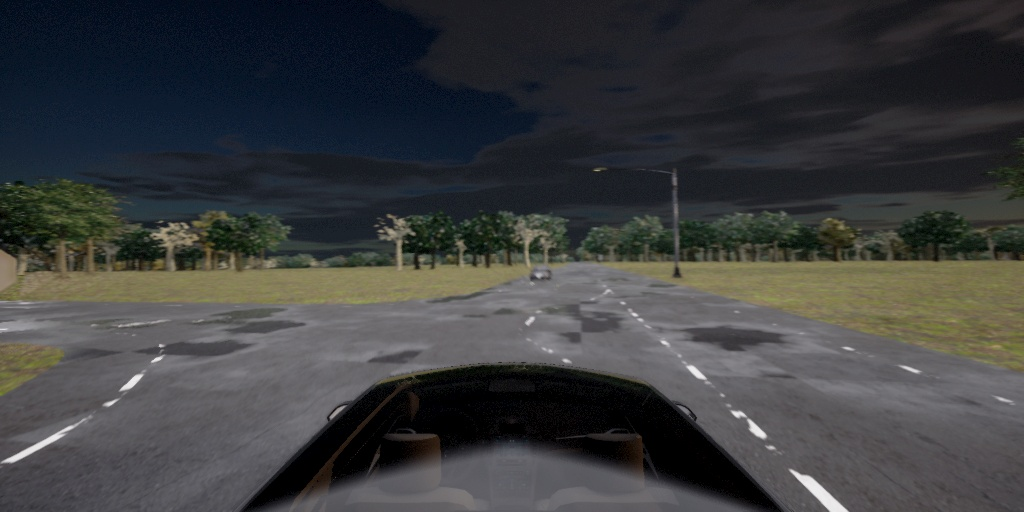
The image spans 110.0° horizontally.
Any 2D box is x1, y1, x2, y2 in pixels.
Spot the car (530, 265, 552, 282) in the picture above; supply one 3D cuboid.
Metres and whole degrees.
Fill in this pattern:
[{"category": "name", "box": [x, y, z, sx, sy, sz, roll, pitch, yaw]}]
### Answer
[{"category": "car", "box": [2.833, 1.614, 34.375, 2.128, 1.511, 4.902, -2, -1, 10]}]
